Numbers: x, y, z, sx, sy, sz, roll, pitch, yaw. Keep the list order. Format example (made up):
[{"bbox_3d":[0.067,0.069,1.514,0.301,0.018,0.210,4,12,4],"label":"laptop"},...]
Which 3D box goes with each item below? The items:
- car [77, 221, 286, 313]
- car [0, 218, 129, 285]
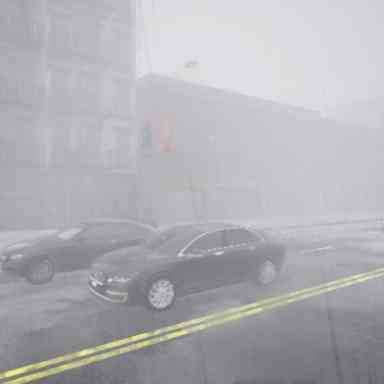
[{"bbox_3d":[0.122,1.497,7.748,4.892,1.490,1.837,0,0,-35],"label":"car"},{"bbox_3d":[-2.874,1.519,9.605,4.674,1.442,1.812,0,0,-35],"label":"car"}]
